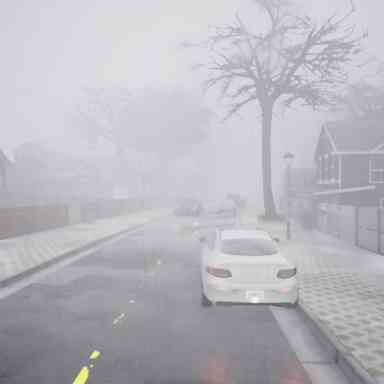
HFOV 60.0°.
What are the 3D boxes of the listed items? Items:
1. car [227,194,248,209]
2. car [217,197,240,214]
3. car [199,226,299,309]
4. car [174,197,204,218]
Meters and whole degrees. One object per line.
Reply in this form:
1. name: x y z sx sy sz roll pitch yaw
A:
1. car: 5.946 1.225 45.254 2.150 2.045 5.566 0 0 15
2. car: 3.813 1.525 35.419 1.812 1.442 4.674 0 0 12
3. car: 1.146 1.524 7.787 1.812 1.442 4.674 0 0 3
4. car: -0.206 1.342 29.744 2.097 1.767 4.553 0 0 10
